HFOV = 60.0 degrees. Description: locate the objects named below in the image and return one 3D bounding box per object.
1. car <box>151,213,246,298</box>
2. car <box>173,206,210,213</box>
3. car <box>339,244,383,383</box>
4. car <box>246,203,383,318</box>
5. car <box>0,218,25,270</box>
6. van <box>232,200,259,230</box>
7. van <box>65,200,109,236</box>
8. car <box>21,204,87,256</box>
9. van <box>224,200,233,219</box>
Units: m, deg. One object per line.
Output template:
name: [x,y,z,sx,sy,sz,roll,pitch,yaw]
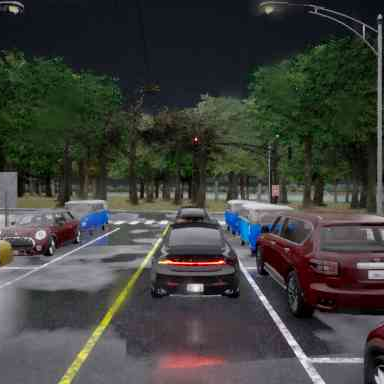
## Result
car: [0.073,1.505,8.510,1.837,1.490,4.892,0,0,0]
car: [0.002,1.506,17.914,1.837,1.490,4.892,0,0,-1]
car: [2.762,1.440,1.901,1.967,1.590,4.097,0,0,0]
car: [2.758,1.315,7.339,2.192,1.841,5.009,0,0,0]
car: [-5.767,1.526,7.164,1.752,1.417,4.829,0,0,0]
van: [2.755,1.342,12.776,1.690,1.788,3.998,0,0,0]
van: [-5.773,1.343,18.209,1.690,1.788,3.998,0,0,0]
car: [-5.770,1.441,12.771,1.967,1.590,4.097,0,0,0]
van: [2.752,1.343,18.214,1.690,1.788,3.998,0,0,0]
